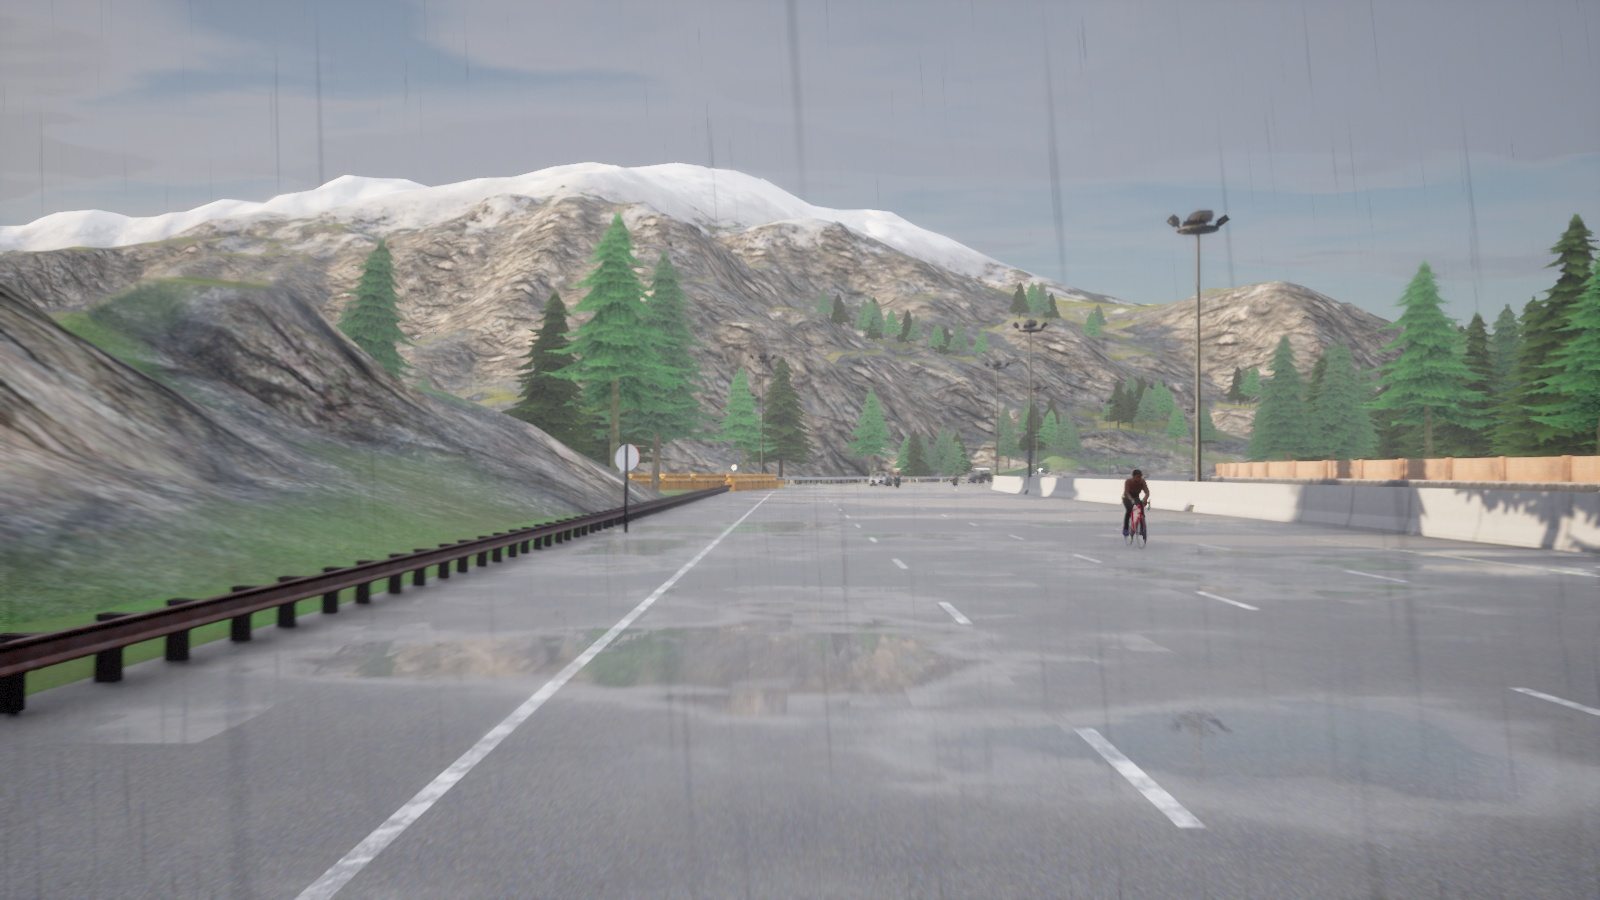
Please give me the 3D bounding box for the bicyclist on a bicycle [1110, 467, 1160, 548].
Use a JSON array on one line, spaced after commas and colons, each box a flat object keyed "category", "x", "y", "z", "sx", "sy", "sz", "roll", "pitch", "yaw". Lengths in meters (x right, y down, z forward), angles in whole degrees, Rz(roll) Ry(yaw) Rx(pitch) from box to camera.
[{"category": "bicyclist on a bicycle", "x": 6.937, "y": 1.171, "z": 26.061, "sx": 0.582, "sy": 1.620, "sz": 1.656, "roll": 0, "pitch": -1, "yaw": 0}]
